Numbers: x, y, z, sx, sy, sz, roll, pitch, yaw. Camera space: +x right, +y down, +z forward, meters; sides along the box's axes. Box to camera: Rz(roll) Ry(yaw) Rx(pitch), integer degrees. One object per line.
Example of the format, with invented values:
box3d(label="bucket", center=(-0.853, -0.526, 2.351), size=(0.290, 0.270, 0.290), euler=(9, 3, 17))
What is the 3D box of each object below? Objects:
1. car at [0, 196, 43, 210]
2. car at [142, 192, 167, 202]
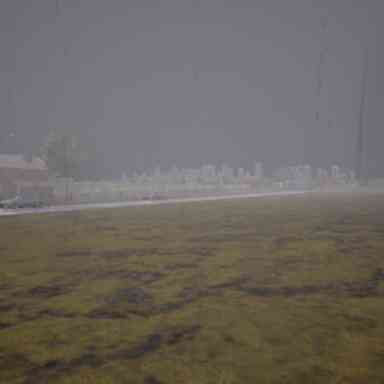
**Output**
box3d(label="car", center=(-17.720, 1.121, 34.445), size=(1.994, 1.385, 4.181), euler=(1, 2, 36))
box3d(label="car", center=(-5.765, 0.703, 51.047), size=(1.994, 1.385, 4.181), euler=(1, 2, 36))
